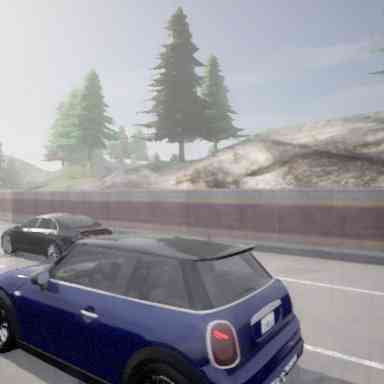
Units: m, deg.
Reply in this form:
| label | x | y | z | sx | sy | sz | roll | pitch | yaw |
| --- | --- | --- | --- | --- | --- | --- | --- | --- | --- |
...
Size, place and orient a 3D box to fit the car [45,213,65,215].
| label | x | y | z | sx | sy | sz | roll | pitch | yaw |
| --- | --- | --- | --- | --- | --- | --- | --- | --- | --- |
| car | -4.875 | 1.519 | 11.776 | 4.892 | 1.490 | 1.837 | 0 | 0 | 36 |

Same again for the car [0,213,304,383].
| label | x | y | z | sx | sy | sz | roll | pitch | yaw |
| --- | --- | --- | --- | --- | --- | --- | --- | --- | --- |
| car | -0.949 | 1.355 | 4.643 | 4.553 | 1.767 | 2.097 | 0 | 0 | 36 |
